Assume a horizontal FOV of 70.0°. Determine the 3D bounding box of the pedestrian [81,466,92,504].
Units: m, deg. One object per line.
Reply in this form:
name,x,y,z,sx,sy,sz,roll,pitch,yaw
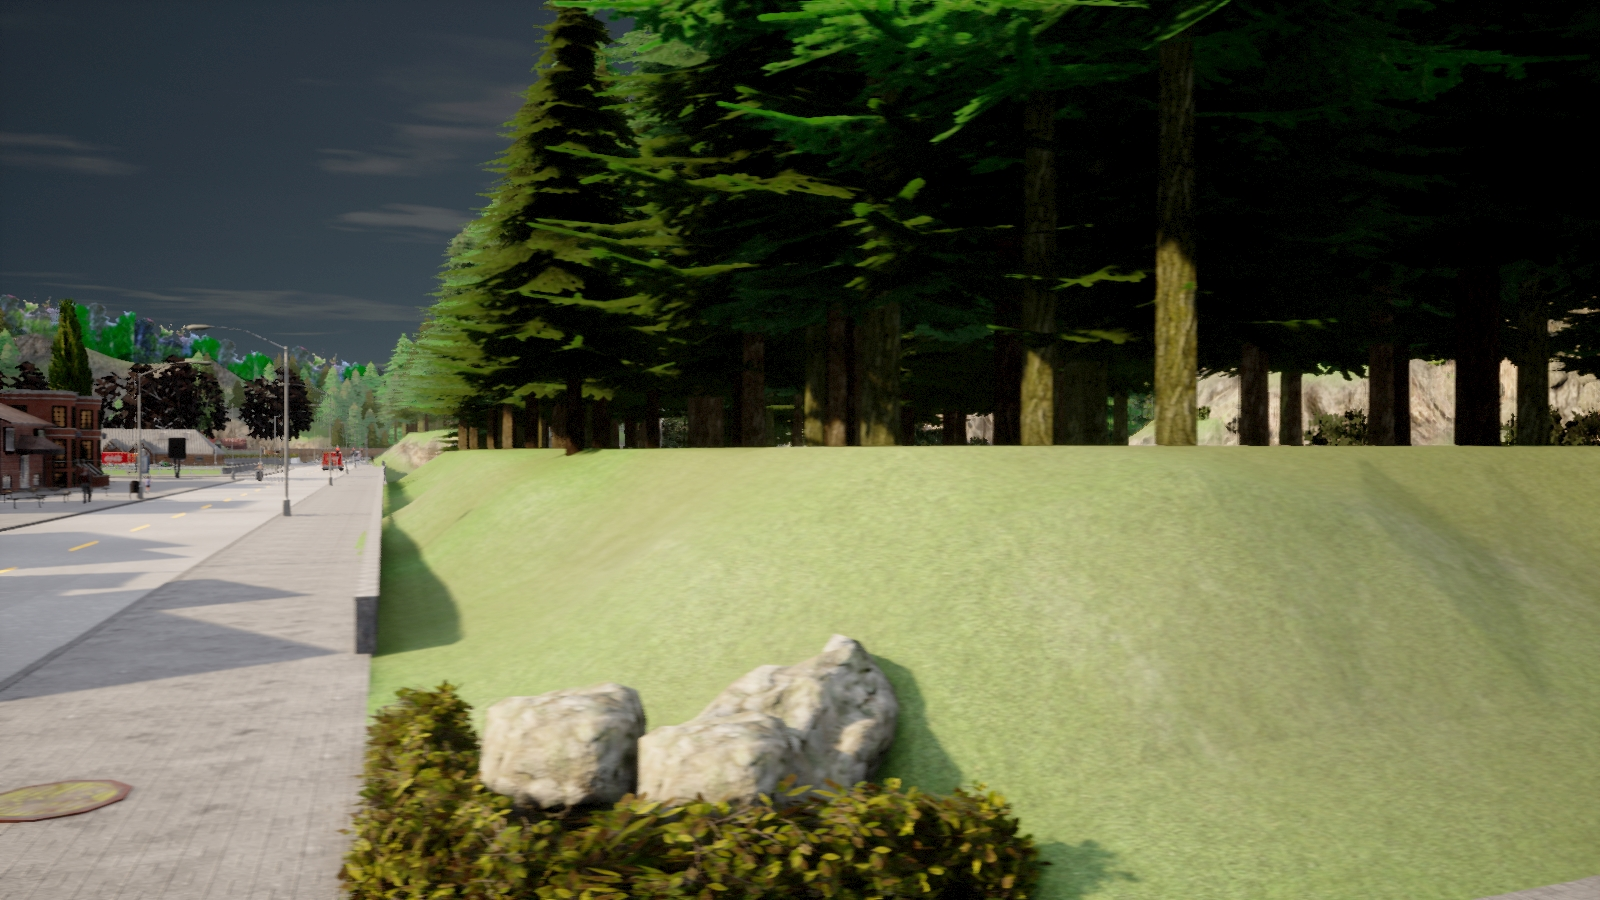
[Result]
pedestrian,-35.649,1.746,57.084,0.375,1.860,0.375,0,0,-17
